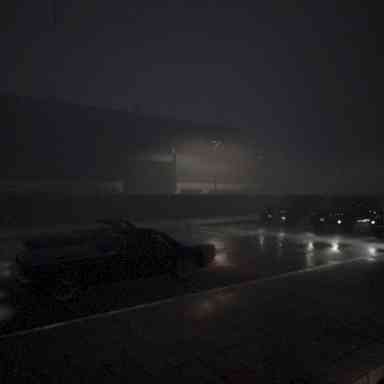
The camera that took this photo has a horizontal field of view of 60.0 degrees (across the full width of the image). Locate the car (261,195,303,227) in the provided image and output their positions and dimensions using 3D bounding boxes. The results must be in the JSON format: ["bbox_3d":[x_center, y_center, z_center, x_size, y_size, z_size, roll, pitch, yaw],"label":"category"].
[{"bbox_3d":[7.303,1.227,23.191,5.566,2.045,2.150,0,0,-35],"label":"car"}]

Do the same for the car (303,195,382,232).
[{"bbox_3d":[9.665,1.226,20.573,5.566,2.045,2.150,0,0,-35],"label":"car"}]

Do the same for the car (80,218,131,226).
[{"bbox_3d":[-3.301,1.601,11.450,4.718,1.301,1.895,0,0,-35],"label":"car"}]

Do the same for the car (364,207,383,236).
[{"bbox_3d":[11.321,1.610,17.459,4.718,1.301,1.895,0,0,-35],"label":"car"}]

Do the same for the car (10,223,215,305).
[{"bbox_3d":[-1.790,1.601,8.231,4.718,1.301,1.895,0,0,-35],"label":"car"}]
